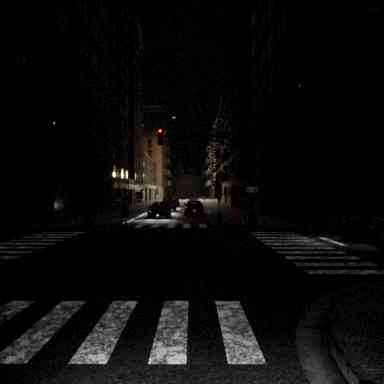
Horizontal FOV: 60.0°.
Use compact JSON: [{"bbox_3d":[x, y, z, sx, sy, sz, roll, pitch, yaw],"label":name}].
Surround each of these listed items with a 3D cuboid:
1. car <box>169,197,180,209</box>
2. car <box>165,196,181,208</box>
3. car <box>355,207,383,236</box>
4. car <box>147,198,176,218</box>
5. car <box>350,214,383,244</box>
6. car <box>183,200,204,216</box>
[{"bbox_3d":[-2.837,1.481,40.029,2.128,1.511,4.902,0,0,0],"label":"car"},{"bbox_3d":[-2.837,1.473,50.229,2.128,1.511,4.902,0,0,0],"label":"car"},{"bbox_3d":[11.636,1.554,17.902,4.829,1.417,1.752,0,0,0],"label":"car"},{"bbox_3d":[-2.841,1.541,30.207,2.033,1.411,5.357,0,0,0],"label":"car"},{"bbox_3d":[9.972,1.494,15.369,5.008,1.535,1.882,0,0,0],"label":"car"},{"bbox_3d":[0.180,1.519,32.985,1.812,1.442,4.674,0,0,-1],"label":"car"}]
